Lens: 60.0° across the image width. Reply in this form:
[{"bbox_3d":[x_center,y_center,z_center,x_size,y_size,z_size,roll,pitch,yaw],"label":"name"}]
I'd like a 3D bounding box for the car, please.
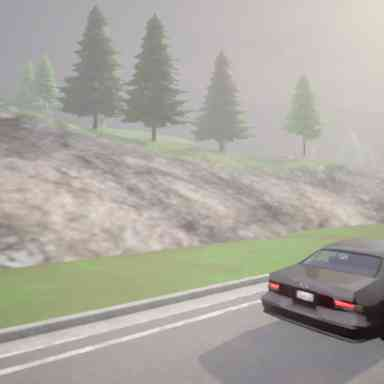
[{"bbox_3d":[3.689,1.656,6.598,5.357,1.411,2.033,1,-1,-38],"label":"car"}]
